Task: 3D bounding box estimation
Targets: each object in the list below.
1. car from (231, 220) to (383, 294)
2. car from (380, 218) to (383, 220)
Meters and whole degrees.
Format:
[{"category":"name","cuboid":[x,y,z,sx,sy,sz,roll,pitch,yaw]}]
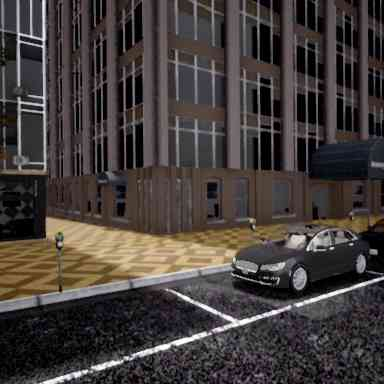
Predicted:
[{"category":"car","cuboid":[2.963,1.547,8.694,4.403,1.369,2.008,0,-1,-36]},{"category":"car","cuboid":[7.587,1.559,11.999,4.313,1.339,1.947,0,-1,-36]}]
